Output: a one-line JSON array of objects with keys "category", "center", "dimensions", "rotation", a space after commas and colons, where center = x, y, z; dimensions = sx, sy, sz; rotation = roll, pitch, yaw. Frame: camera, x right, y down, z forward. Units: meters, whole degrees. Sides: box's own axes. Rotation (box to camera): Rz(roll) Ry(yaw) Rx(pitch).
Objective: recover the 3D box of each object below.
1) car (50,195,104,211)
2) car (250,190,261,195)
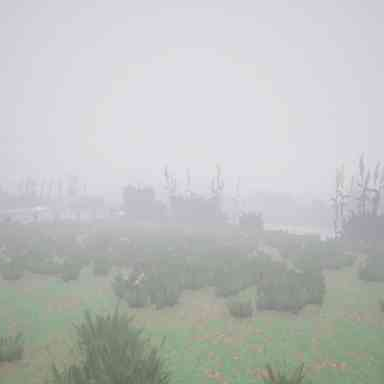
[{"category": "car", "center": [-10.407, 1.107, 30.325], "dimensions": [1.837, 1.490, 4.892], "rotation": [0, 3, 41]}, {"category": "car", "center": [10.286, 0.765, 47.464], "dimensions": [2.150, 2.045, 5.566], "rotation": [0, -2, 44]}]
